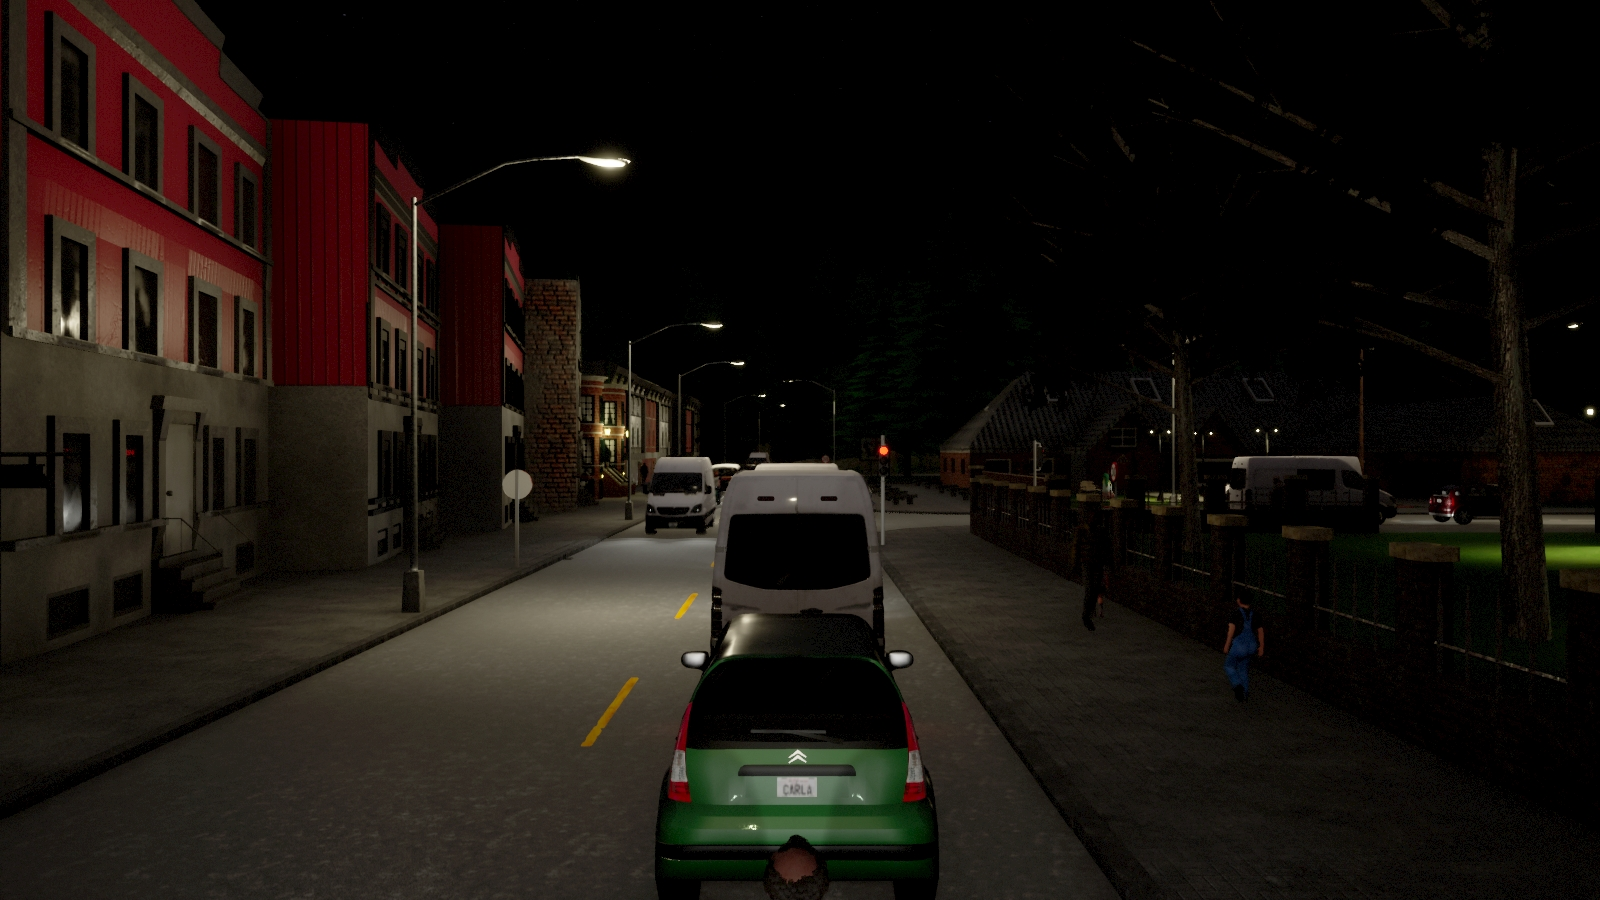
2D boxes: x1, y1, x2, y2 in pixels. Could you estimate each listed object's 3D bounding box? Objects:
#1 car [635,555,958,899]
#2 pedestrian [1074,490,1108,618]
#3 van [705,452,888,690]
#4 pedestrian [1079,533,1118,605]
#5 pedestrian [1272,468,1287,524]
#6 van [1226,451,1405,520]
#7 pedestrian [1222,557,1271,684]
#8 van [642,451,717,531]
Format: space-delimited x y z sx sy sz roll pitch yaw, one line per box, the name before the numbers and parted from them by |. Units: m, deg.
car | -0.023 1.779 8.527 1.851 1.617 3.988 0 0 0
pedestrian | 4.310 1.525 16.926 0.375 1.860 0.375 0 0 -7
van | -0.048 1.314 15.312 1.988 2.561 5.915 0 0 0
pedestrian | 4.777 1.904 18.310 0.500 1.100 0.500 0 0 1
pedestrian | 16.033 1.525 38.212 0.375 1.860 0.375 0 0 4
van | 19.552 1.314 43.543 5.915 2.561 1.988 0 0 1
pedestrian | 4.757 1.805 12.182 0.375 1.300 0.375 0 0 -3
van | -4.103 1.314 39.672 1.988 2.561 5.915 0 0 0
